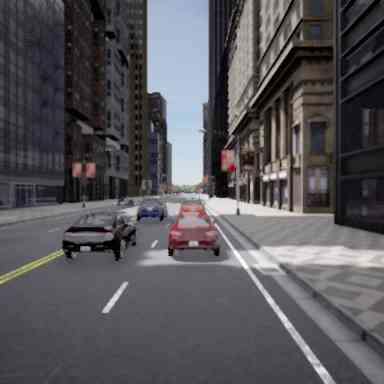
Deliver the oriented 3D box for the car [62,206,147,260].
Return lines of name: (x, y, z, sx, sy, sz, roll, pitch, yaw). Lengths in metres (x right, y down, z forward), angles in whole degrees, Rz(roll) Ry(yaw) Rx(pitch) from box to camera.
car: (-3.185, 1.489, 12.414, 2.128, 1.511, 4.902, 0, 0, 0)

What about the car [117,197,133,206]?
car: (-9.834, 1.485, 49.383, 2.128, 1.511, 4.902, 0, 0, 0)

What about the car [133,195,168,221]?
car: (-3.186, 1.345, 27.416, 2.097, 1.767, 4.553, 0, 0, 0)

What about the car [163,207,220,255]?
car: (0.067, 1.524, 13.076, 1.812, 1.442, 4.674, 0, 0, 0)

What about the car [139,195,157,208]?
car: (-6.582, 1.347, 50.073, 2.097, 1.767, 4.553, 0, 0, 0)

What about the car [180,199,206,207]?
car: (0.063, 1.345, 27.407, 2.097, 1.767, 4.553, 0, 0, 0)
